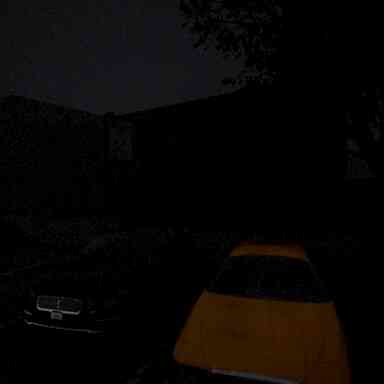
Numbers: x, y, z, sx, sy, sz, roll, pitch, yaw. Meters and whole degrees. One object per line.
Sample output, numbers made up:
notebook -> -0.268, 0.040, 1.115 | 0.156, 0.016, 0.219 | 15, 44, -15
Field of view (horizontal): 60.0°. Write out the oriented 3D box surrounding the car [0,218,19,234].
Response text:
car -> -8.550, 1.528, 12.209 | 2.002, 1.452, 4.674 | 1, -1, 16

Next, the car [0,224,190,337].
car -> -1.228, 1.487, 6.974 | 2.231, 1.521, 4.892 | 1, -1, 16

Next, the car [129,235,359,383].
car -> 1.160, 1.480, 5.045 | 1.946, 1.575, 5.366 | 1, -1, 16
